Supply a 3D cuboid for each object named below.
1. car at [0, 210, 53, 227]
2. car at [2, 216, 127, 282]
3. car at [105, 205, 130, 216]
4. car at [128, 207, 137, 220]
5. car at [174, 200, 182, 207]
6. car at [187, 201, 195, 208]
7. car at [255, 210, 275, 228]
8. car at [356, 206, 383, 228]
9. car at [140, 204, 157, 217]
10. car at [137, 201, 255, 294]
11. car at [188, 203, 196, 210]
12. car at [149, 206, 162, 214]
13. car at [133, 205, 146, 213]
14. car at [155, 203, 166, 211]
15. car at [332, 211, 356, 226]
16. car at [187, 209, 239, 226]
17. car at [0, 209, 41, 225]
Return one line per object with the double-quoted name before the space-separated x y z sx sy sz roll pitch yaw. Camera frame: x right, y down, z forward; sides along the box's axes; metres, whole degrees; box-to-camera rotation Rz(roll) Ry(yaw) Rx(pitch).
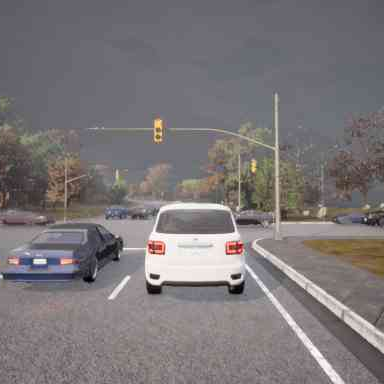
"car" -15.327 2.434 30.240 5.357 1.411 2.033 0 -3 8
"car" -3.425 1.662 9.977 2.033 1.411 5.357 0 -1 0
"car" -10.644 2.800 47.095 2.150 2.045 5.566 0 -2 -2
"car" -7.122 3.135 45.738 1.895 1.301 4.718 0 -2 -1
"car" -3.661 3.077 87.387 1.882 1.535 5.008 0 0 -3
"car" -0.185 3.271 87.743 1.837 1.490 4.892 0 0 -3
"car" 4.609 2.297 28.435 4.902 1.511 2.128 0 -3 -9
"car" 18.009 2.063 29.322 5.566 2.045 2.150 0 -3 -3
"car" -7.133 2.997 55.266 2.150 2.045 5.566 0 -1 0
"car" 0.076 1.318 9.125 2.150 2.045 5.566 0 -1 0
"car" -0.060 3.318 77.591 1.837 1.490 4.892 0 0 0
"car" -7.090 3.469 65.187 1.895 1.301 4.718 0 0 0
"car" -10.562 3.468 67.671 1.895 1.301 4.718 0 0 0
"car" -7.058 3.367 75.885 2.033 1.411 5.357 0 0 0
"car" 16.050 2.560 32.731 4.181 1.385 1.994 0 -3 -2
"car" 2.030 2.480 32.525 4.902 1.511 2.128 0 -3 0
"car" -18.548 2.554 34.352 4.902 1.511 2.128 0 -3 9
